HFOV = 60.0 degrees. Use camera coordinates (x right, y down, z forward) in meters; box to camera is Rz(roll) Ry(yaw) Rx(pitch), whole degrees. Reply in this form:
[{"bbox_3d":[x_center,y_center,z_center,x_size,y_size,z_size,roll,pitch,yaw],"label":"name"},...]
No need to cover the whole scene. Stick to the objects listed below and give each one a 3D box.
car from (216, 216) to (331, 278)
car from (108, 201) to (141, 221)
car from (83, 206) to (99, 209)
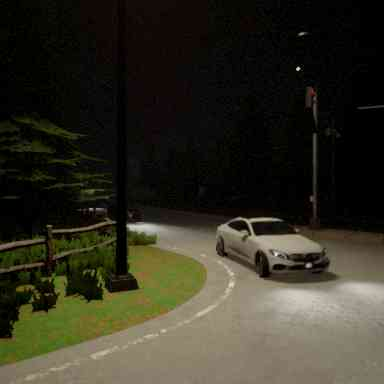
[{"bbox_3d":[2.202,1.506,10.380,1.812,1.442,4.674,1,0,-17],"label":"car"},{"bbox_3d":[-5.384,1.466,26.085,2.128,1.511,4.902,0,0,-24],"label":"car"},{"bbox_3d":[-13.847,1.536,45.094,1.994,1.385,4.181,0,0,-24],"label":"car"}]
